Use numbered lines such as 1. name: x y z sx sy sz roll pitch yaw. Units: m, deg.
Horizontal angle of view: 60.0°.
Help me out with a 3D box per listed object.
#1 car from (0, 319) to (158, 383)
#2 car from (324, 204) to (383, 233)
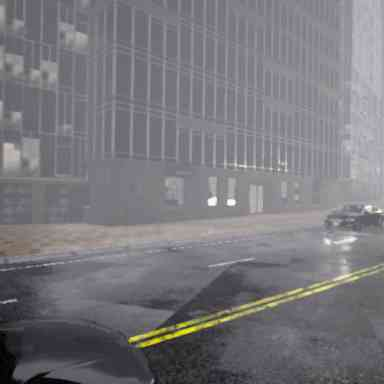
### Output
1. car: -2.466 1.497 1.753 4.902 1.511 2.128 0 0 -35
2. car: 9.694 1.476 19.766 4.902 1.511 2.128 0 0 -41
